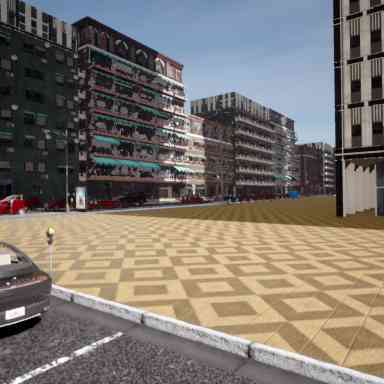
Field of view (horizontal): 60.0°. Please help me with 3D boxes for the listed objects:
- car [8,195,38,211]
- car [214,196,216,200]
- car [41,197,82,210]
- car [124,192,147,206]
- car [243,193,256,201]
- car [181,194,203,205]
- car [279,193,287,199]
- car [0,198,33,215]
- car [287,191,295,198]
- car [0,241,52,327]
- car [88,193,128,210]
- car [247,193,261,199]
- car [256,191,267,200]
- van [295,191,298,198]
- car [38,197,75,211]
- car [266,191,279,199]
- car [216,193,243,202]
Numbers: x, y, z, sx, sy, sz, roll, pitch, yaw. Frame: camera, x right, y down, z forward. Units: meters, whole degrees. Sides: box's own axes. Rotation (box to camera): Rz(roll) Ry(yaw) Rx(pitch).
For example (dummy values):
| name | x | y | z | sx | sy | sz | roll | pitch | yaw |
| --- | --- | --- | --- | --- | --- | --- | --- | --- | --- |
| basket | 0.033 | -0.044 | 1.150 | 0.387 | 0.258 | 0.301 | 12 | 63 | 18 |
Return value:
| name | x | y | z | sx | sy | sz | roll | pitch | yaw |
| --- | --- | --- | --- | --- | --- | --- | --- | --- | --- |
| car | -19.609 | 1.228 | 37.356 | 2.192 | 1.841 | 5.009 | -1 | 0 | 36 |
| car | 6.409 | 1.028 | 73.111 | 1.967 | 1.590 | 4.097 | -1 | 0 | 36 |
| car | -16.354 | 1.415 | 41.826 | 1.887 | 1.381 | 4.507 | -1 | 0 | 36 |
| car | -8.937 | 0.985 | 47.628 | 2.150 | 2.045 | 5.566 | -1 | 0 | 36 |
| car | 9.933 | 1.048 | 63.711 | 1.887 | 1.381 | 4.507 | -1 | 0 | 36 |
| car | 0.176 | 1.062 | 50.302 | 1.967 | 1.590 | 4.097 | -1 | 0 | 36 |
| car | 19.690 | 0.938 | 77.119 | 2.008 | 1.369 | 4.403 | -1 | 0 | 36 |
| car | -16.084 | 1.413 | 27.954 | 1.802 | 1.307 | 4.206 | -1 | 0 | 36 |
| car | 22.942 | 0.932 | 81.589 | 1.802 | 1.307 | 4.206 | -1 | 0 | 36 |
| car | -4.372 | 1.553 | 6.184 | 4.403 | 1.369 | 2.008 | 0 | -1 | 36 |
| car | -9.580 | 1.186 | 36.894 | 1.967 | 1.590 | 4.097 | -1 | 0 | 36 |
| car | 16.167 | 1.040 | 86.520 | 1.947 | 1.339 | 4.313 | -1 | 0 | 36 |
| car | 13.186 | 1.046 | 68.180 | 1.802 | 1.307 | 4.206 | -1 | 0 | 36 |
| van | 26.192 | 0.654 | 86.059 | 1.690 | 1.788 | 3.998 | -1 | 0 | 36 |
| car | -15.083 | 1.368 | 39.183 | 1.812 | 1.442 | 4.674 | -1 | 0 | 36 |
| car | 16.435 | 0.740 | 72.650 | 2.192 | 1.841 | 5.009 | -1 | 0 | 36 |
| car | 6.681 | 1.093 | 59.241 | 2.008 | 1.369 | 4.403 | -1 | 0 | 36 |
